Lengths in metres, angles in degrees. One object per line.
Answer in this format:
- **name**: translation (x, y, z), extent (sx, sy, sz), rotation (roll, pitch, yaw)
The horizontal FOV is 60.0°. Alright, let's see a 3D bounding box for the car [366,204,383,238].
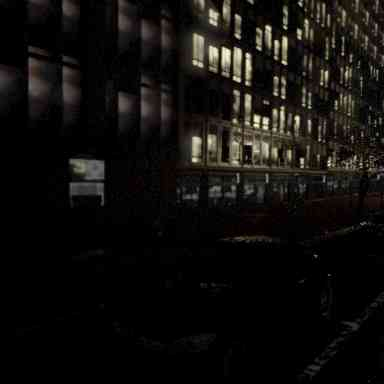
- **car**: translation (8.364, 1.102, 13.381), extent (2.008, 1.369, 4.403), rotation (3, 3, 42)

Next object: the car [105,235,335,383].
- **car**: translation (0.768, 1.362, 4.928), extent (1.802, 1.307, 4.206), rotation (3, 3, 42)
